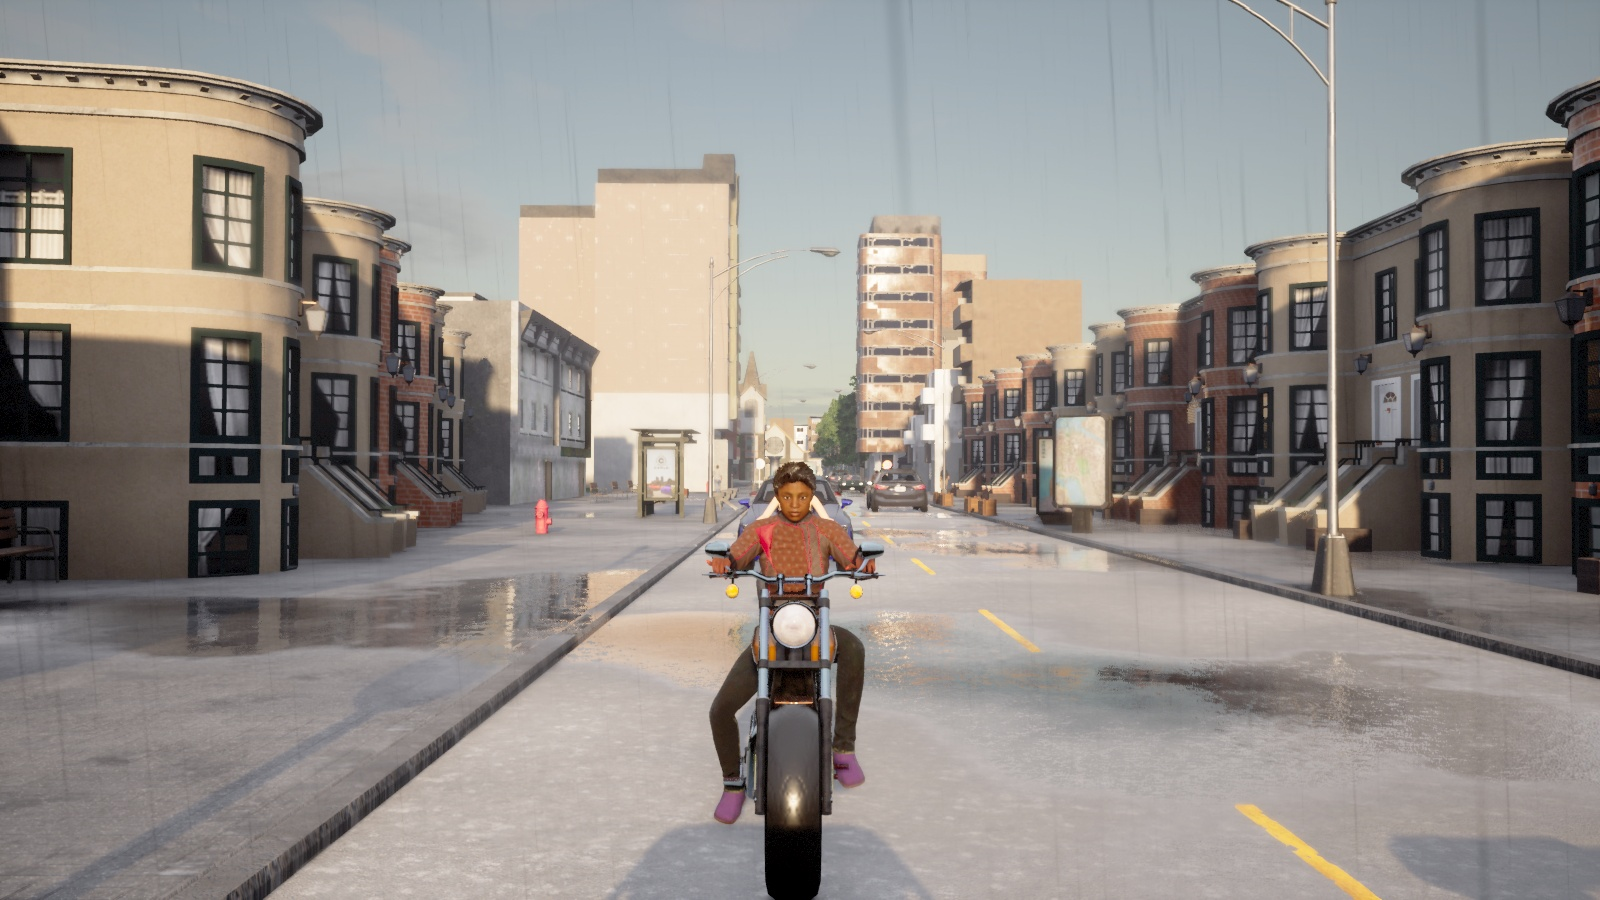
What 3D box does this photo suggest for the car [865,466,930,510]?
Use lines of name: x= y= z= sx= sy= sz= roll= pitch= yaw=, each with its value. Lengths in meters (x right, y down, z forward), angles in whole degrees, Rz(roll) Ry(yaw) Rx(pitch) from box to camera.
car: x=3.838 y=1.484 z=50.144 sx=2.242 sy=1.667 sz=4.611 roll=0 pitch=-1 yaw=0

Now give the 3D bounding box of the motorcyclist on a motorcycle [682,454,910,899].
motorcyclist on a motorcycle: x=-0.019 y=0.856 z=5.428 sx=0.766 sy=1.649 sz=2.350 roll=0 pitch=-1 yaw=0

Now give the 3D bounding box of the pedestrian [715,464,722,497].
pedestrian: x=-4.693 y=1.751 z=72.102 sx=0.354 sy=1.836 sz=0.706 roll=0 pitch=-1 yaw=1

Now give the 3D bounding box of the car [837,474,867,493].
car: x=3.669 y=2.403 z=89.718 sx=1.895 sy=1.301 sz=4.718 roll=0 pitch=-1 yaw=0

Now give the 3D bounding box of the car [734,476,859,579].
car: x=-0.067 y=1.170 z=20.390 sx=1.816 sy=1.474 sz=4.193 roll=0 pitch=-1 yaw=0

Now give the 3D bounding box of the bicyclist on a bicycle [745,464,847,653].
bicyclist on a bicycle: x=-0.038 y=0.944 z=11.512 sx=0.866 sy=1.612 sz=1.509 roll=0 pitch=-1 yaw=0
